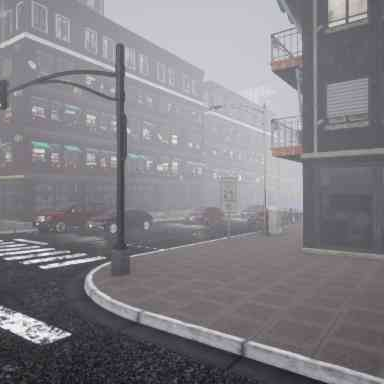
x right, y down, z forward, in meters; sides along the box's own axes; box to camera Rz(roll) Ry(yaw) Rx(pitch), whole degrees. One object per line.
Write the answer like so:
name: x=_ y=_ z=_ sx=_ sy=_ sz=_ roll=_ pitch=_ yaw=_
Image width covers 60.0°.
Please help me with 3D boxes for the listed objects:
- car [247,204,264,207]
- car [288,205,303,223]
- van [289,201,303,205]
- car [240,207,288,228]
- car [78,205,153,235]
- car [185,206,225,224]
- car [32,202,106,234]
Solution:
car: x=7.270 y=2.189 z=38.280 sx=1.837 sy=1.490 sz=4.892 roll=0 pitch=-1 yaw=36
car: x=9.030 y=2.120 z=30.824 sx=2.008 sy=1.369 sz=4.403 roll=-2 pitch=-2 yaw=35
van: x=18.527 y=2.463 z=58.822 sx=1.690 sy=1.788 sz=3.998 roll=-2 pitch=-2 yaw=35
car: x=5.758 y=2.048 z=26.174 sx=1.802 sy=1.307 sz=4.206 roll=-2 pitch=-2 yaw=35
car: x=-4.561 y=1.814 z=21.500 sx=1.837 sy=1.490 sz=4.892 roll=0 pitch=-1 yaw=35
car: x=1.294 y=2.020 z=29.803 sx=1.812 sy=1.442 sz=4.674 roll=0 pitch=-1 yaw=35
car: x=-7.647 y=1.603 z=21.641 sx=2.192 sy=1.841 sz=5.009 roll=-1 pitch=-2 yaw=35
